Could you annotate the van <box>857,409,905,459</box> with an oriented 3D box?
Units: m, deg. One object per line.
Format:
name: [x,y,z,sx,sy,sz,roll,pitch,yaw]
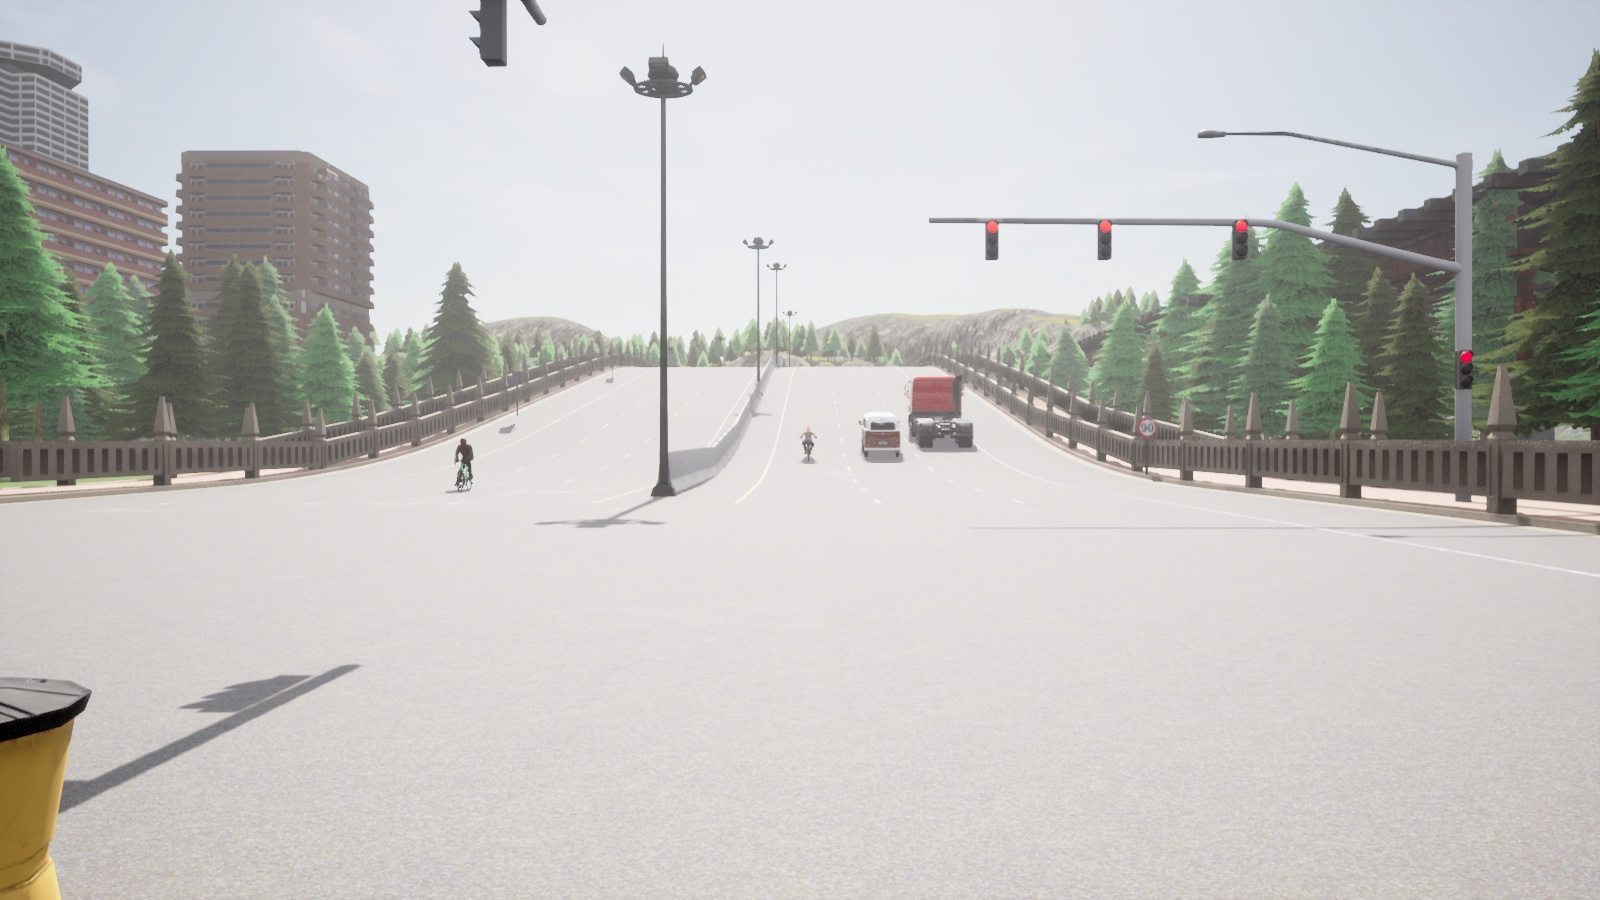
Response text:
van: [3.926,-0.816,61.475,2.069,2.038,4.480,0,6,1]

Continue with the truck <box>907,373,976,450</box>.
truck: [7.496,-2.181,67.496,2.891,3.462,7.936,0,7,1]

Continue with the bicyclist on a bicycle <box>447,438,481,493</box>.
bicyclist on a bicycle: [-10.263,0.452,38.427,0.582,1.620,1.656,0,1,0]
